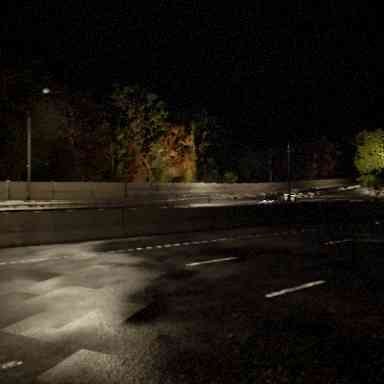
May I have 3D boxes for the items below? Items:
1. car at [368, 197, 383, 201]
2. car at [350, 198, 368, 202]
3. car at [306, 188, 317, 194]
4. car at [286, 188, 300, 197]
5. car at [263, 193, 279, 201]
[{"bbox_3d":[29.644,1.496,50.867,4.902,1.511,2.128,0,0,-35],"label":"car"},{"bbox_3d":[27.401,1.605,53.548,4.718,1.301,1.895,0,0,-35],"label":"car"},{"bbox_3d":[32.140,-0.245,89.426,1.882,1.535,5.008,0,3,36],"label":"car"},{"bbox_3d":[23.279,0.246,76.539,2.150,2.045,5.566,0,2,33],"label":"car"},{"bbox_3d":[15.036,0.931,63.337,1.994,1.385,4.181,0,1,31],"label":"car"}]
